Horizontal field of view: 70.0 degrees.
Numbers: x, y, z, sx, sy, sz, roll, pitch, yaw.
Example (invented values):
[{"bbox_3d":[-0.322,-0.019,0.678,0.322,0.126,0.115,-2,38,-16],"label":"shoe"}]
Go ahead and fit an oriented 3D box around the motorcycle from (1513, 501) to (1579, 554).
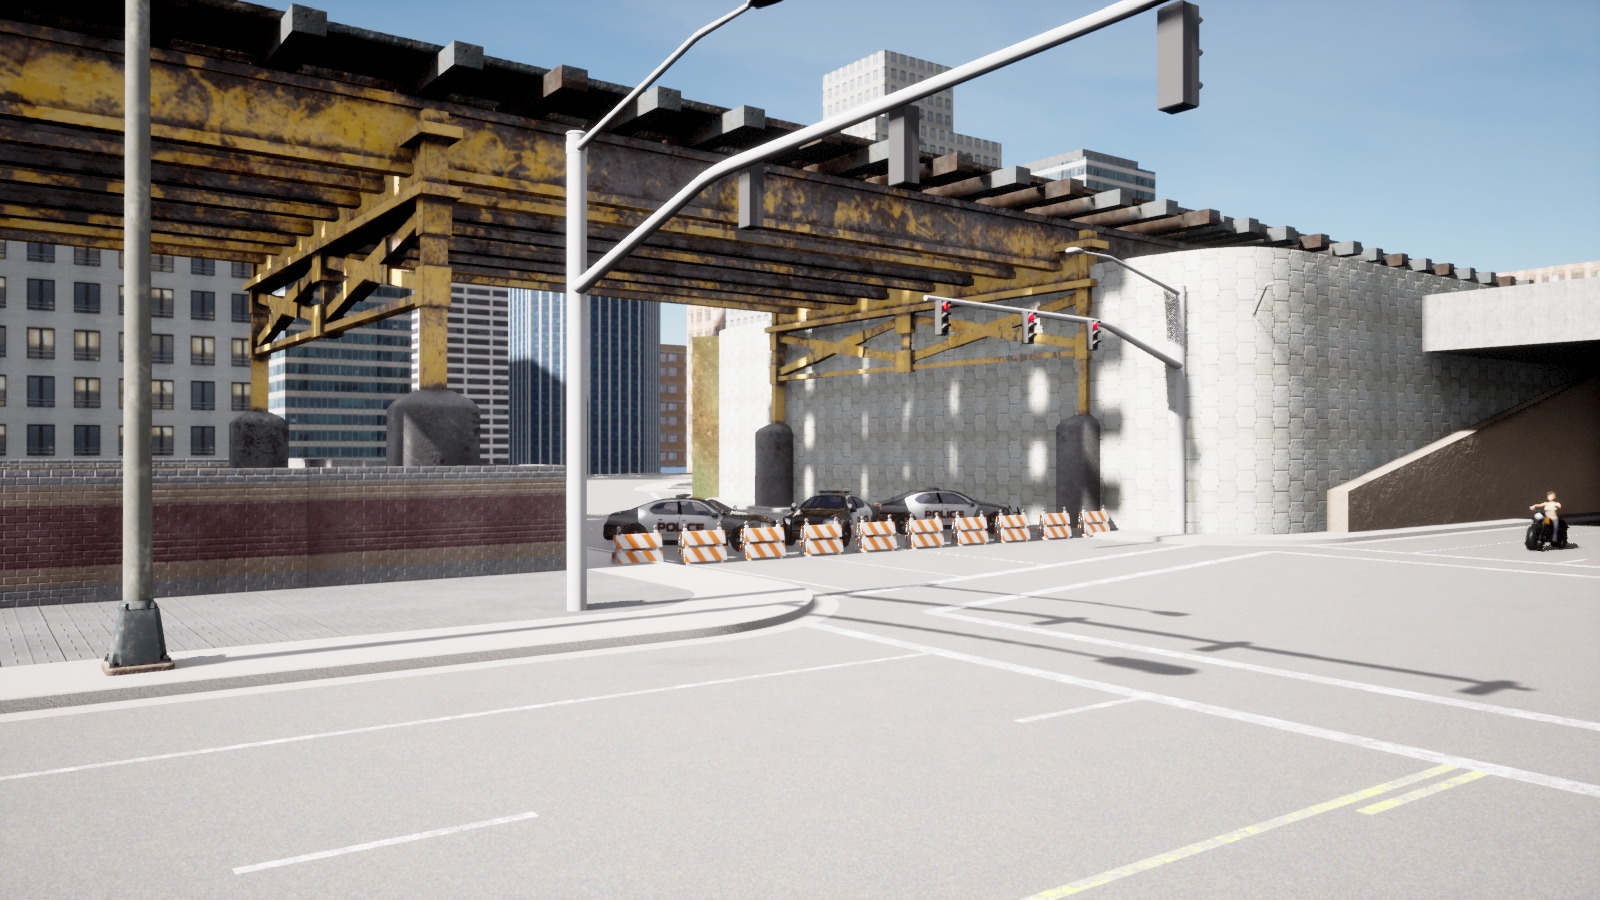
[{"bbox_3d":[20.833,2.143,31.884,2.356,1.332,0.764,0,0,-37],"label":"motorcycle"}]
